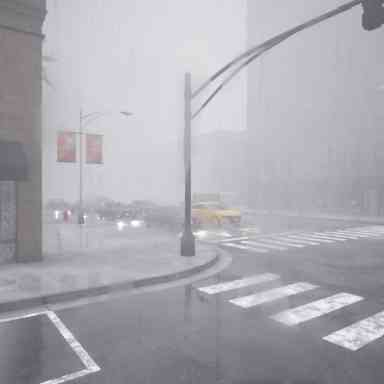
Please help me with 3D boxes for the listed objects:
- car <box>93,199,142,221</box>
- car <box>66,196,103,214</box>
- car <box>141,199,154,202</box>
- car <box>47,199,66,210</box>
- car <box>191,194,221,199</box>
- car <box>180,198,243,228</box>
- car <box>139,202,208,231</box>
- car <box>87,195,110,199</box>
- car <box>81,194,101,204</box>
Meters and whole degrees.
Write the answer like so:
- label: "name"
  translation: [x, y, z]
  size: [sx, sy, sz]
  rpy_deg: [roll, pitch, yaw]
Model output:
- label: "car"
  translation: [-6.153, 1.529, 27.236]
  size: [1.994, 1.385, 4.181]
  rpy_deg: [0, 0, -37]
- label: "car"
  translation: [-11.079, 1.478, 34.102]
  size: [1.812, 1.442, 4.674]
  rpy_deg: [0, 0, -36]
- label: "car"
  translation: [-4.273, 1.464, 30.198]
  size: [1.837, 1.490, 4.892]
  rpy_deg: [0, 0, -36]
- label: "car"
  translation: [-17.064, 1.538, 42.452]
  size: [1.895, 1.301, 4.718]
  rpy_deg: [0, 0, -35]
- label: "car"
  translation: [0.860, 1.173, 34.532]
  size: [2.150, 2.045, 5.566]
  rpy_deg: [0, 0, -36]
- label: "car"
  translation: [1.276, 1.451, 22.499]
  size: [1.882, 1.535, 5.008]
  rpy_deg: [0, 0, -35]
- label: "car"
  translation: [-1.232, 1.542, 20.419]
  size: [1.994, 1.385, 4.181]
  rpy_deg: [0, 0, -36]
- label: "car"
  translation: [-10.260, 1.296, 38.523]
  size: [2.097, 1.767, 4.553]
  rpy_deg: [0, 0, -36]
- label: "car"
  translation: [-18.852, 1.251, 61.884]
  size: [2.097, 1.767, 4.553]
  rpy_deg: [0, 0, -36]
